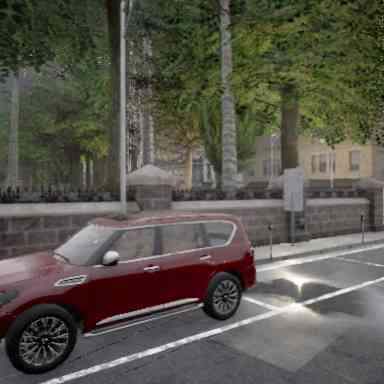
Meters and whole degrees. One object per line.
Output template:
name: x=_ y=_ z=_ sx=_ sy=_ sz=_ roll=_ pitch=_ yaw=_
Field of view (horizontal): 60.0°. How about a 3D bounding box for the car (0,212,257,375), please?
car: x=-1.052 y=1.318 z=5.784 sx=5.009 sy=1.841 sz=2.192 roll=0 pitch=0 yaw=-36
